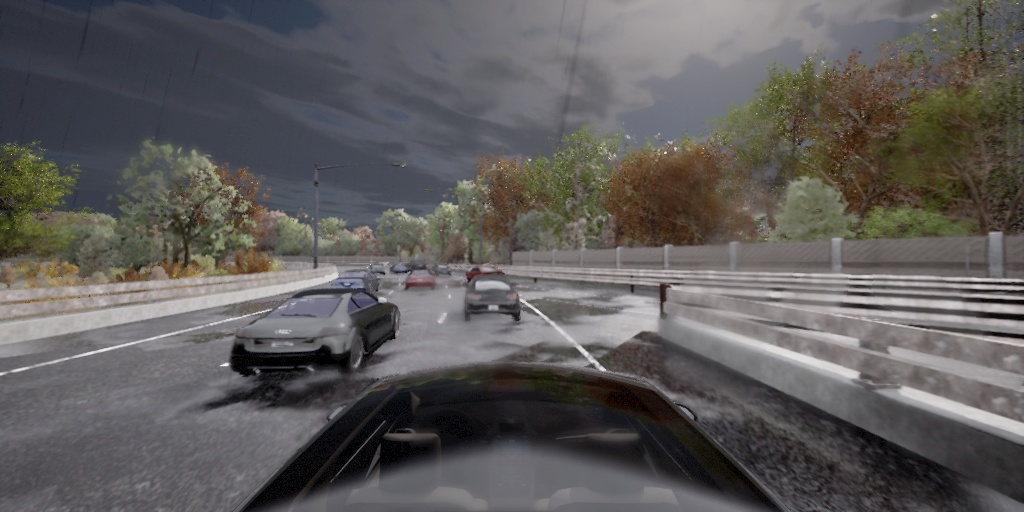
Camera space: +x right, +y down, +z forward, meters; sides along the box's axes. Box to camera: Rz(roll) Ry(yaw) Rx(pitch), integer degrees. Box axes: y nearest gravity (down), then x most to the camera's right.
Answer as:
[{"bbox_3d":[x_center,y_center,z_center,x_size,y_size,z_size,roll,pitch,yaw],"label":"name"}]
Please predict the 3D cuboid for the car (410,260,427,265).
[{"bbox_3d":[-15.034,1.607,56.555,2.150,2.045,5.566,0,-1,-29],"label":"car"}]

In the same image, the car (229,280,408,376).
[{"bbox_3d":[-3.765,1.384,7.665,1.994,1.385,4.181,0,-1,-4],"label":"car"}]

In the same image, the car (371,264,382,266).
[{"bbox_3d":[-18.142,1.836,47.873,2.033,1.411,5.357,0,-1,-27],"label":"car"}]

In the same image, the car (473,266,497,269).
[{"bbox_3d":[-2.347,1.541,29.176,1.882,1.535,5.008,0,-1,-26],"label":"car"}]

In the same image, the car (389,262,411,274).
[{"bbox_3d":[-16.599,1.902,52.335,1.994,1.385,4.181,0,-1,-28],"label":"car"}]

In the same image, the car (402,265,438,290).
[{"bbox_3d":[-6.449,1.588,25.448,1.994,1.385,4.181,0,-1,-12],"label":"car"}]

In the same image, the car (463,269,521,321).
[{"bbox_3d":[-0.792,1.397,13.065,1.812,1.442,4.674,1,0,-6],"label":"car"}]

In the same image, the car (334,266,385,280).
[{"bbox_3d":[-8.966,1.522,20.858,2.033,1.411,5.357,0,-1,-11],"label":"car"}]

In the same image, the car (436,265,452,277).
[{"bbox_3d":[-8.658,1.759,43.689,1.812,1.442,4.674,0,-1,-22],"label":"car"}]
